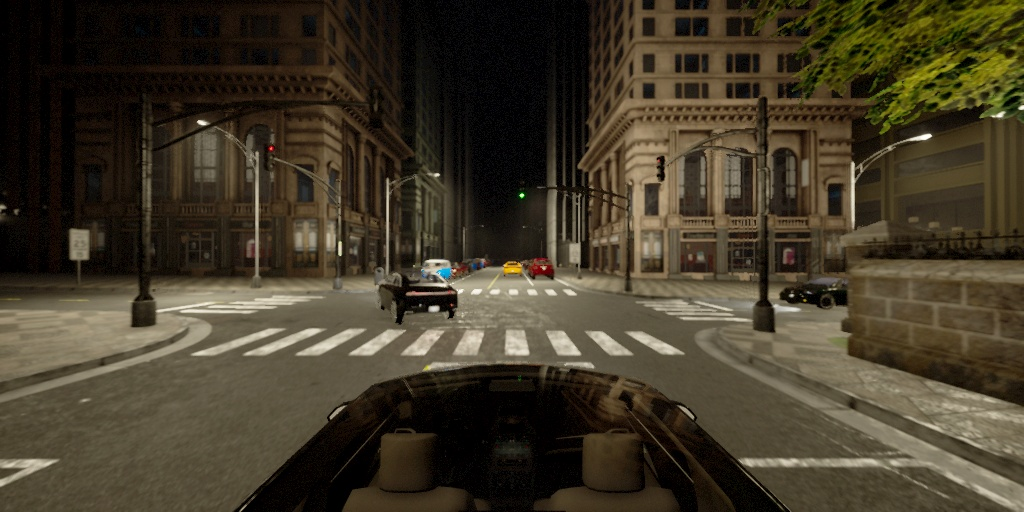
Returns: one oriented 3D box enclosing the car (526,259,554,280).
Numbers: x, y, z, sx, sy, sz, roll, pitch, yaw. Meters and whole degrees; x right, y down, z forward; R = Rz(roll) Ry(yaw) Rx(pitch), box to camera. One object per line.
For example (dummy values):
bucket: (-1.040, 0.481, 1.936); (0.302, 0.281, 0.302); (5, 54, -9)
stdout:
car: (2.738, 1.192, 33.144); (2.192, 1.841, 5.009); (0, 0, 0)

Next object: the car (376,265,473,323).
car: (-3.374, 1.258, 12.300); (2.128, 1.511, 4.902); (1, 0, -29)

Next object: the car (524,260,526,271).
car: (2.734, 1.218, 38.585); (2.192, 1.841, 5.009); (0, 0, 0)

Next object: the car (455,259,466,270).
car: (-5.787, 1.317, 33.129); (1.967, 1.591, 4.097); (0, 0, 0)

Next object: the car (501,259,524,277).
car: (0.070, 1.382, 38.863); (1.882, 1.535, 5.008); (0, -1, 0)

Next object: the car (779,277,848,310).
car: (14.708, 1.643, 16.329); (4.181, 1.385, 1.994); (1, 0, 0)

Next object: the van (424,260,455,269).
van: (-5.783, 1.194, 27.688); (1.690, 1.789, 3.998); (0, 0, 0)

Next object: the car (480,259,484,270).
car: (-5.804, 1.529, 54.893); (1.888, 1.381, 4.507); (0, 0, 0)

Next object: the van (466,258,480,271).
van: (-5.800, 1.297, 49.452); (1.690, 1.789, 3.998); (0, 0, 0)

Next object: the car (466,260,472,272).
car: (-5.791, 1.448, 38.569); (1.888, 1.381, 4.507); (0, 0, 0)

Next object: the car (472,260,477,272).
car: (-5.796, 1.496, 44.010); (1.948, 1.339, 4.313); (0, 0, 0)

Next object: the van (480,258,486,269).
van: (-5.809, 1.351, 60.334); (1.690, 1.789, 3.998); (0, 0, 0)
